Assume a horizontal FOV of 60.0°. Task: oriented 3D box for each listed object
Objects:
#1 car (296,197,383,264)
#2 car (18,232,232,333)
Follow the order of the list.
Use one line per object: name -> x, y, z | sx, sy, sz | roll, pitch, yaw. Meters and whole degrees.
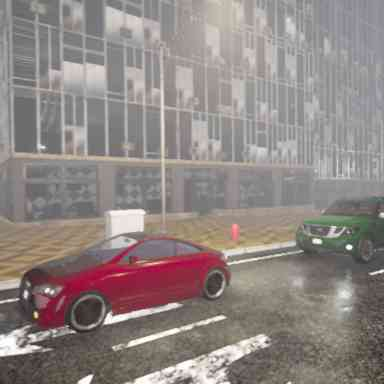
car -> 6.195, 1.198, 12.056 | 5.566, 2.045, 2.150 | 0, 0, -35
car -> -1.195, 1.558, 6.811 | 4.181, 1.385, 1.994 | 0, 0, -35
